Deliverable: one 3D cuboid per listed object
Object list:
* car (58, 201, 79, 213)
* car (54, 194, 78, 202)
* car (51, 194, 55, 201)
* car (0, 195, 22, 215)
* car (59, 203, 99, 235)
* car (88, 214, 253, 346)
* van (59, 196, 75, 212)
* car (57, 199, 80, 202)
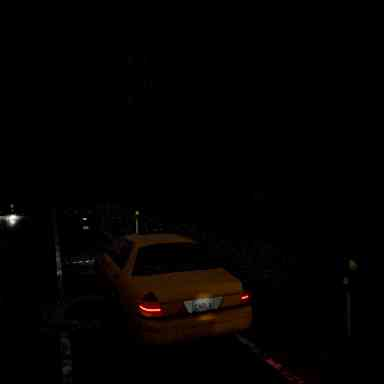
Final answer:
[{"bbox_3d":[-8.296,1.552,23.743,2.008,1.369,4.403,0,0,-23],"label":"car"},{"bbox_3d":[-12.570,1.317,33.931,2.192,1.841,5.009,0,0,-23],"label":"car"},{"bbox_3d":[-31.948,1.471,79.387,1.967,1.590,4.097,0,0,-24],"label":"car"},{"bbox_3d":[-18.839,1.352,33.568,2.097,1.767,4.553,0,0,-22],"label":"car"},{"bbox_3d":[-6.160,1.552,18.650,2.008,1.369,4.403,0,0,-23],"label":"car"},{"bbox_3d":[-0.844,1.457,6.730,1.801,1.575,5.366,0,0,-23],"label":"car"},{"bbox_3d":[-14.706,1.343,39.024,1.690,1.788,3.998,0,0,-23],"label":"van"},{"bbox_3d":[-10.433,1.567,28.837,1.947,1.339,4.313,0,0,-23],"label":"car"}]
